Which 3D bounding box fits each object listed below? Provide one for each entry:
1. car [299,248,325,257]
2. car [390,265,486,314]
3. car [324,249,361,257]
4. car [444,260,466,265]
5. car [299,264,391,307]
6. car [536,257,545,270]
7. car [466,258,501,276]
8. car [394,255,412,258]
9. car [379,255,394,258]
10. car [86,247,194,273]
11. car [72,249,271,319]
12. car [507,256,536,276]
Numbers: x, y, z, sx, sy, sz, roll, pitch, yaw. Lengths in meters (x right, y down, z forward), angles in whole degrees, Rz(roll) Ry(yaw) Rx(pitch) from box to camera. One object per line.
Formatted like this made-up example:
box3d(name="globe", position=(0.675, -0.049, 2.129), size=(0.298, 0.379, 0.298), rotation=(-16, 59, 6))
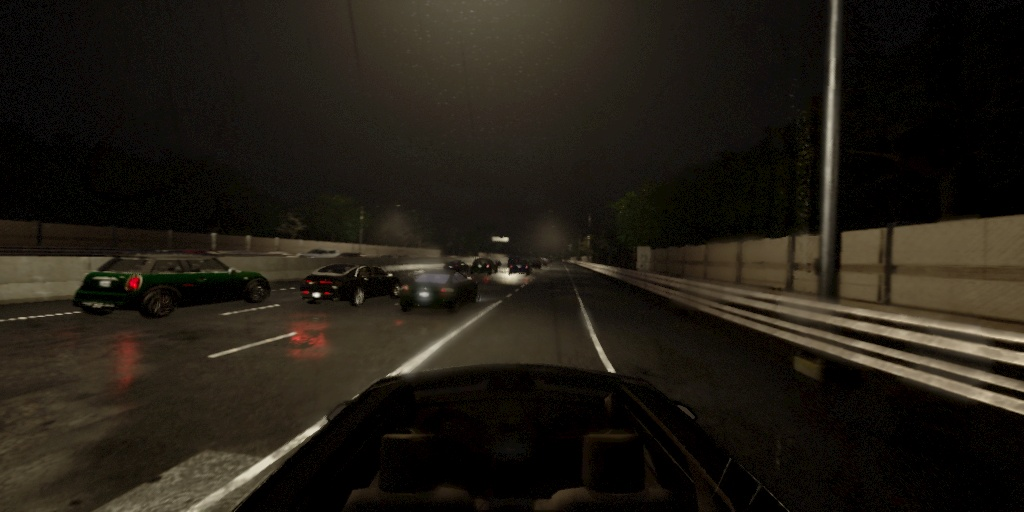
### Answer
box3d(name="car", position=(-23.115, 0.102, 43.273), size=(2.150, 2.045, 5.566), rotation=(2, 0, 9))
box3d(name="car", position=(-2.557, 1.222, 13.552), size=(1.994, 1.385, 4.181), rotation=(2, 0, 8))
box3d(name="car", position=(-19.672, 0.365, 42.730), size=(2.097, 1.767, 4.553), rotation=(2, 0, 8))
box3d(name="car", position=(-6.031, 1.099, 38.933), size=(1.994, 1.385, 4.181), rotation=(2, 0, 8))
box3d(name="car", position=(-6.018, 1.031, 14.051), size=(1.837, 1.490, 4.892), rotation=(2, 0, 8))
box3d(name="car", position=(3.926, 1.411, 59.826), size=(1.882, 1.535, 5.008), rotation=(2, 0, 8))
box3d(name="car", position=(-2.801, 1.009, 36.711), size=(2.097, 1.767, 4.553), rotation=(2, 0, 8))
box3d(name="car", position=(-17.286, 0.770, 59.649), size=(1.895, 1.301, 4.718), rotation=(2, 0, 8))
box3d(name="car", position=(-20.741, 0.508, 60.157), size=(1.882, 1.535, 5.008), rotation=(2, 0, 8))
box3d(name="car", position=(-25.721, 0.267, 25.142), size=(2.128, 1.511, 4.902), rotation=(2, 0, 8))
box3d(name="car", position=(-9.960, 0.725, 11.136), size=(2.097, 1.767, 4.553), rotation=(2, 0, 8))
box3d(name="car", position=(1.013, 1.156, 38.740), size=(2.097, 1.767, 4.553), rotation=(2, 0, 8))
